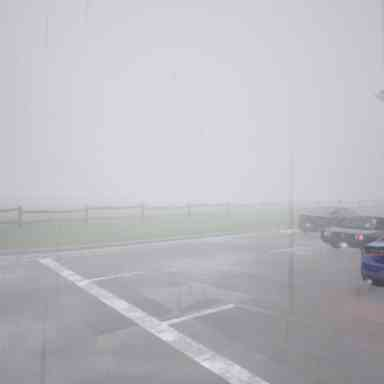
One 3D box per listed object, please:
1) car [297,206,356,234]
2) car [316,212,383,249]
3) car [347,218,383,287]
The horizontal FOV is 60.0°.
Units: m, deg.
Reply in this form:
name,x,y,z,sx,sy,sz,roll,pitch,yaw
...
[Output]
name,x,y,z,sx,sy,sz,roll,pitch,yaw
car,7.773,1.481,17.885,5.008,1.535,1.882,0,0,-35
car,7.255,1.604,13.218,4.718,1.301,1.895,0,0,-35
car,6.079,1.479,8.082,5.008,1.535,1.882,0,0,-35
